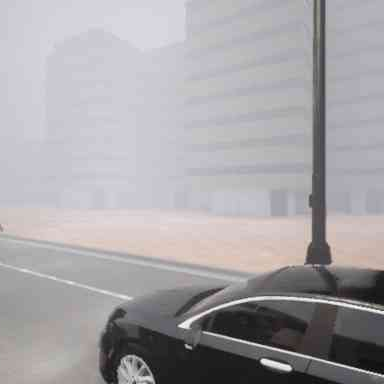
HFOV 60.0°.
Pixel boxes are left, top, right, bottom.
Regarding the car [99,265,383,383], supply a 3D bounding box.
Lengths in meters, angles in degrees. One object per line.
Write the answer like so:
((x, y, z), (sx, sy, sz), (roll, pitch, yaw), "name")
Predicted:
((1.169, 1.503, 3.160), (4.892, 1.490, 1.837), (0, 0, 36), "car")
